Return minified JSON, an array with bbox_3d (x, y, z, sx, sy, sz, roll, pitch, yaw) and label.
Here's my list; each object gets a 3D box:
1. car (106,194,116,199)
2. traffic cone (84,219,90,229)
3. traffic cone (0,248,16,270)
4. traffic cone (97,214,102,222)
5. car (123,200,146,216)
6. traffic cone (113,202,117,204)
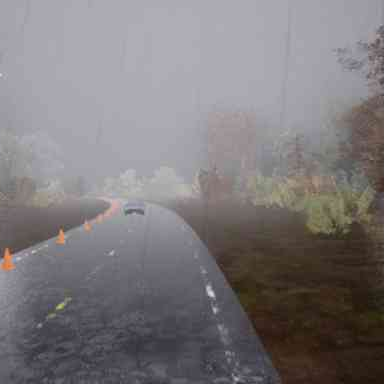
[{"bbox_3d":[-21.864,1.218,89.688,2.033,1.411,5.357,-1,0,-23],"label":"car"},{"bbox_3d":[-6.251,1.902,19.667,0.340,0.580,0.340,-1,0,-6],"label":"traffic cone"},{"bbox_3d":[-5.442,1.955,9.811,0.340,0.580,0.340,-1,0,-4],"label":"traffic cone"},{"bbox_3d":[-6.807,1.877,24.579,0.340,0.580,0.340,-1,0,-7],"label":"traffic cone"},{"bbox_3d":[-5.276,1.413,30.880,2.033,1.411,5.357,-1,0,-8],"label":"car"},{"bbox_3d":[-9.084,1.808,39.234,0.340,0.580,0.340,-1,0,-11],"label":"traffic cone"}]
